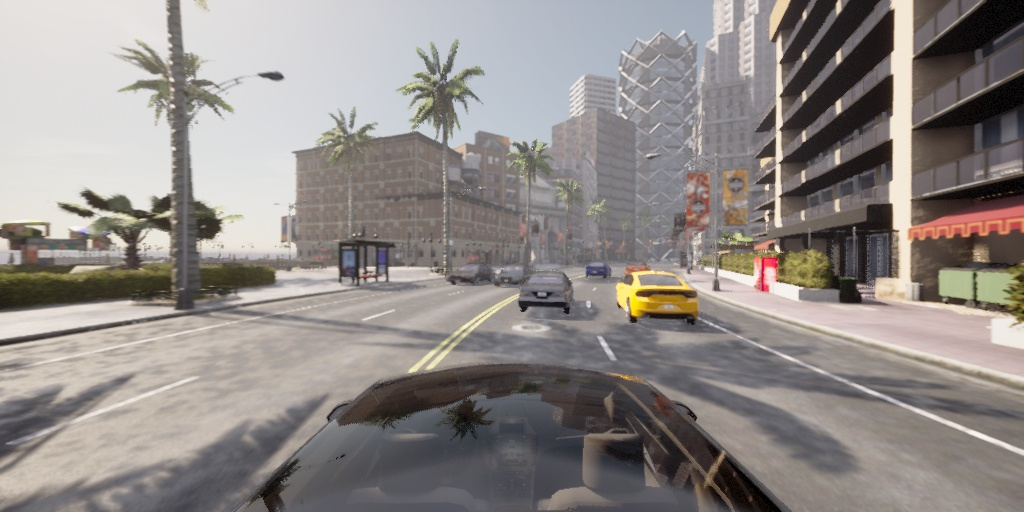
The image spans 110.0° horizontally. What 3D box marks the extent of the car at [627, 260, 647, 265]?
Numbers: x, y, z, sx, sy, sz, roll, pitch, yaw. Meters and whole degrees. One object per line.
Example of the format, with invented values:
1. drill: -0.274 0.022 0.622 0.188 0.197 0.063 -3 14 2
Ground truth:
1. car: 11.744 1.184 33.424 2.097 1.767 4.553 0 0 23

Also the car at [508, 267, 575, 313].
1. car: 1.479 1.312 14.309 2.033 1.411 5.357 0 0 11

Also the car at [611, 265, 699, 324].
1. car: 4.748 1.259 12.332 1.882 1.535 5.008 0 0 10

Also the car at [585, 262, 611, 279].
1. car: 8.358 1.292 34.434 1.882 1.535 5.008 0 0 23

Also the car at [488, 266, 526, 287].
1. car: 0.262 1.328 23.946 1.994 1.385 4.181 0 0 18

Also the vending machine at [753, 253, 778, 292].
1. vending machine: 13.880 1.031 19.609 1.100 2.100 0.880 0 0 19

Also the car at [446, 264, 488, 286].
1. car: -2.749 1.296 26.097 2.033 1.411 5.357 0 0 19
